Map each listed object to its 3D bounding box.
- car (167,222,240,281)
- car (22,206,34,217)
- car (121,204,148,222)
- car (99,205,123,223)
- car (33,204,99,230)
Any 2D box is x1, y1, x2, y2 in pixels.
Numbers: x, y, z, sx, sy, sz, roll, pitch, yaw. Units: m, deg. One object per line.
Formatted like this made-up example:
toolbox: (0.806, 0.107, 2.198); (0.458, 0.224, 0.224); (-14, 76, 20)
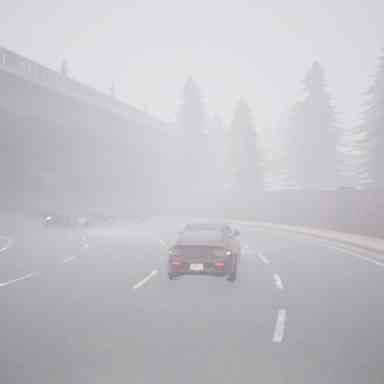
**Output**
car: (0.471, 1.639, 10.191); (1.812, 1.442, 4.674); (0, -1, 9)
car: (-17.576, 2.173, 38.720); (4.892, 1.490, 1.837); (0, -1, 27)
car: (-6.198, 1.946, 31.336); (4.892, 1.490, 1.837); (-1, -1, 41)
car: (-8.479, 2.042, 28.960); (4.718, 1.301, 1.895); (-1, -1, 39)
car: (-9.420, 1.895, 24.701); (4.902, 1.511, 2.128); (-1, -1, 41)
